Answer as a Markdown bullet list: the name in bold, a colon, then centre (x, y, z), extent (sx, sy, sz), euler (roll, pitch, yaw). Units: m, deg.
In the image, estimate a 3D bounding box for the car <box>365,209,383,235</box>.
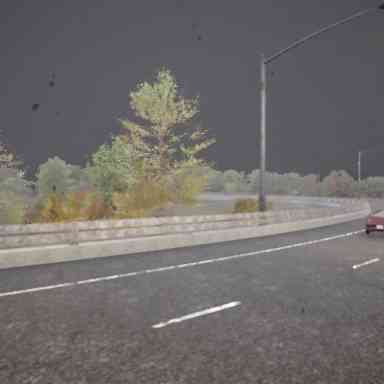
- **car**: centre (11.352, 1.674, 18.961), extent (1.812, 1.442, 4.674), euler (0, 0, 43)
